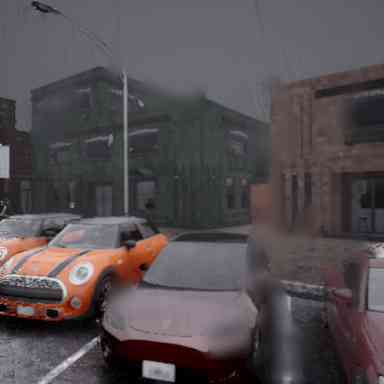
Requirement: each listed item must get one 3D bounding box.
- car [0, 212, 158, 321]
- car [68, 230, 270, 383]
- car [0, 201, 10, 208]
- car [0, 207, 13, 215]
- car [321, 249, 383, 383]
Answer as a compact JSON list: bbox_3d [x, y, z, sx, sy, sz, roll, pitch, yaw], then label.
[{"bbox_3d":[-2.129,1.404,7.657,2.185,1.767,4.553,0,-1,16],"label":"car"},{"bbox_3d":[0.293,1.536,5.849,2.163,1.488,4.792,0,-1,16],"label":"car"},{"bbox_3d":[-9.449,1.348,12.853,2.435,2.045,5.566,0,-1,16],"label":"car"},{"bbox_3d":[-4.568,1.427,9.405,2.185,1.767,4.553,0,-1,16],"label":"car"},{"bbox_3d":[2.744,1.526,4.134,2.002,1.452,4.674,0,-1,16],"label":"car"}]
